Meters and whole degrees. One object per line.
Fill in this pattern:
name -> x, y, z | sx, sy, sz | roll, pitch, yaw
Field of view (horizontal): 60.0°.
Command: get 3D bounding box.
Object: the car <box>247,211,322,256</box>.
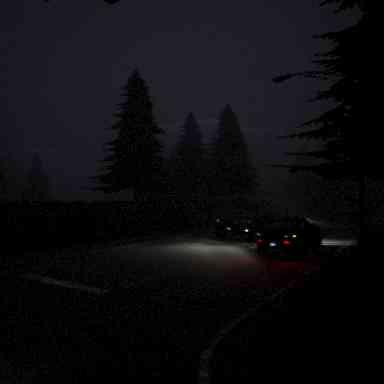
car -> 4.278, 1.795, 14.438 | 1.812, 1.442, 4.674 | -1, -1, 33

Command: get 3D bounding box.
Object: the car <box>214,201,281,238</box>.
car -> 3.328, 1.601, 19.880 | 2.150, 2.045, 5.566 | -1, -1, 30

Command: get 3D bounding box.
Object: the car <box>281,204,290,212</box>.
car -> 11.235, 2.280, 42.256 | 2.128, 1.511, 4.902 | 0, -1, 9
